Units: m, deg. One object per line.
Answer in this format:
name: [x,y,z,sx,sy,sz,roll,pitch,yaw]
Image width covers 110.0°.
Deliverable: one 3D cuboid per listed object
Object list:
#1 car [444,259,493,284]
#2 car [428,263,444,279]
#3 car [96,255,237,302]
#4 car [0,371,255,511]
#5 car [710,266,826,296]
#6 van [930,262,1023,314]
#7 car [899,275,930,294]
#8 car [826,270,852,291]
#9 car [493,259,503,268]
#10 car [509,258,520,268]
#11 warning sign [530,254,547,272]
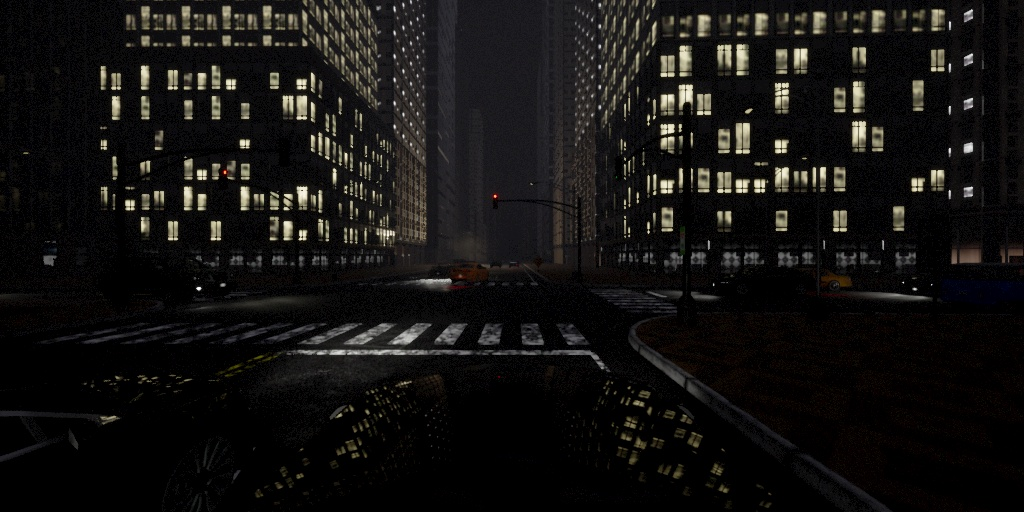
car: [-3.146,1.248,27.338,1.882,1.535,5.008,1,0,11]
car: [-6.453,1.345,33.331,1.994,1.385,4.181,0,0,0]
car: [-16.030,0.981,16.742,5.566,2.045,2.150,0,0,6]
car: [-3.155,1.241,1.132,2.128,1.511,4.902,0,0,0]
car: [13.064,1.274,18.836,4.892,1.490,1.837,0,0,2]
van: [18.409,1.120,13.090,3.998,1.789,1.690,0,0,2]
car: [23.464,1.324,18.412,5.357,1.411,2.033,0,0,2]
car: [17.177,1.294,21.268,4.829,1.417,1.751,0,0,2]
car: [-2.862,1.369,63.761,1.837,1.490,4.892,0,0,0]
car: [0.390,1.359,64.826,2.128,1.511,4.902,0,0,1]
warning sign: [3.033,0.912,41.321,1.300,1.860,1.060,0,0,0]
